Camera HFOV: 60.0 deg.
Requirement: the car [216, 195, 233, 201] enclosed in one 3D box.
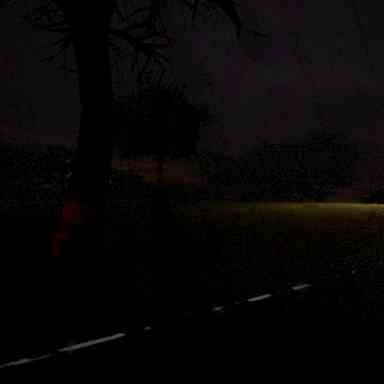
[{"bbox_3d":[7.486,1.426,76.267,1.812,1.442,4.674,3,-2,-33],"label":"car"}]
